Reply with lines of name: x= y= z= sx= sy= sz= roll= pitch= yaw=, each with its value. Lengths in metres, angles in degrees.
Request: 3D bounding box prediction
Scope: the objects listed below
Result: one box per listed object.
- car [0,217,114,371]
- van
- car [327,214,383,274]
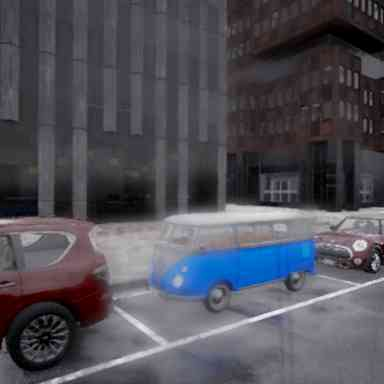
car: x=-3.482 y=1.314 z=4.163 sx=5.009 sy=1.841 sz=2.192 roll=0 pitch=0 yaw=-36
van: x=1.014 y=1.350 z=7.376 sx=3.998 sy=1.788 sz=1.690 roll=0 pitch=0 yaw=-36
car: x=5.509 y=1.460 z=10.587 sx=4.097 sy=1.590 sz=1.967 roll=0 pitch=0 yaw=-36
